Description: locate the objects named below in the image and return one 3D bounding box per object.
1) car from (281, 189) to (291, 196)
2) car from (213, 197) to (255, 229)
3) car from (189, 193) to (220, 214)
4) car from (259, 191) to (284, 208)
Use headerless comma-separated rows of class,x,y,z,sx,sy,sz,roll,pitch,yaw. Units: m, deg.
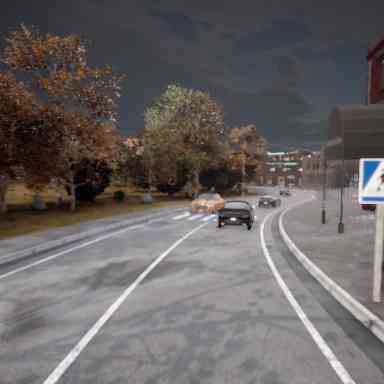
car,18.539,0.042,66.263,2.033,1.411,5.357,2,3,23
car,2.776,1.266,20.293,1.882,1.535,5.008,1,1,13
car,1.354,0.899,28.704,2.097,1.767,4.553,2,2,19
car,8.824,0.959,37.657,1.812,1.442,4.674,2,2,24
